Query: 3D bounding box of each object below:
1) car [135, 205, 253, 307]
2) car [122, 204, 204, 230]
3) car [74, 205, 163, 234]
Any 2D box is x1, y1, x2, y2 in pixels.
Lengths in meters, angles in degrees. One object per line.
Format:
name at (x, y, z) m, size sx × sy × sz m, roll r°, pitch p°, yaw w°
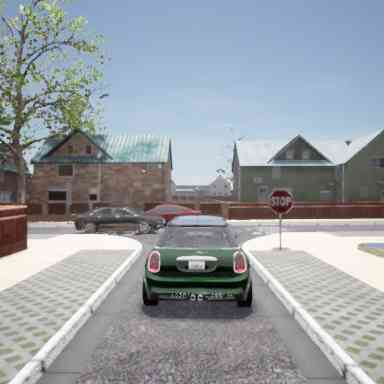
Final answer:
car at (0.176, 1.353, 8.166) m, size 2.097 × 1.767 × 4.553 m, roll 0°, pitch 0°, yaw 2°
car at (-1.777, 1.578, 21.330) m, size 5.008 × 1.535 × 1.882 m, roll 0°, pitch -1°, yaw 1°
car at (-3.948, 1.551, 18.409) m, size 4.892 × 1.490 × 1.837 m, roll -1°, pitch -1°, yaw 1°
